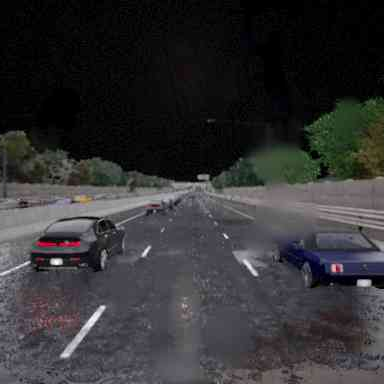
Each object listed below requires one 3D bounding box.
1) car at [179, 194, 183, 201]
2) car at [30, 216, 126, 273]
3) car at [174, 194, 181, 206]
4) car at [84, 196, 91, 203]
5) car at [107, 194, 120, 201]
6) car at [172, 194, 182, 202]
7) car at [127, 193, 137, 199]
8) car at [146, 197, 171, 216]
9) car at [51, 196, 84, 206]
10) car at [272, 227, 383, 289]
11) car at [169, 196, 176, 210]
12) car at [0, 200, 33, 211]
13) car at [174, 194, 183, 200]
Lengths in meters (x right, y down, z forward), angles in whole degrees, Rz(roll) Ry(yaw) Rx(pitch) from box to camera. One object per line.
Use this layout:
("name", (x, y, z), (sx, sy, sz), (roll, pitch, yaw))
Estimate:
("car", (-3.495, 1.520, 66.616), (2.163, 1.488, 4.792), (0, 0, 0))
("car", (-3.399, 1.529, 10.775), (1.837, 1.490, 4.892), (0, -1, 0))
("car", (-3.496, 1.542, 55.615), (2.163, 1.488, 4.792), (0, 0, 0))
("car", (-20.999, 1.494, 64.220), (1.882, 1.535, 5.008), (0, 0, 0))
("car", (-17.495, 1.211, 73.948), (2.097, 1.767, 4.553), (0, 0, 0))
("car", (-3.495, 1.343, 77.556), (2.097, 1.767, 4.553), (0, 0, 0))
("car", (-13.995, 1.039, 77.816), (2.097, 1.767, 4.553), (0, 0, 0))
("car", (-3.498, 1.563, 33.584), (1.837, 1.490, 4.892), (0, 0, 0))
("car", (-14.075, 1.537, 37.143), (1.882, 1.535, 5.008), (0, 0, 0))
("car", (3.600, 1.623, 9.167), (1.895, 1.301, 4.718), (0, 0, 0))
("car", (-3.497, 1.581, 44.585), (1.812, 1.442, 4.674), (0, 0, 0))
("car", (-17.580, 1.564, 32.961), (1.837, 1.490, 4.892), (0, 0, 0))
("car", (-3.494, 1.311, 88.557), (2.097, 1.767, 4.553), (0, 0, 0))
